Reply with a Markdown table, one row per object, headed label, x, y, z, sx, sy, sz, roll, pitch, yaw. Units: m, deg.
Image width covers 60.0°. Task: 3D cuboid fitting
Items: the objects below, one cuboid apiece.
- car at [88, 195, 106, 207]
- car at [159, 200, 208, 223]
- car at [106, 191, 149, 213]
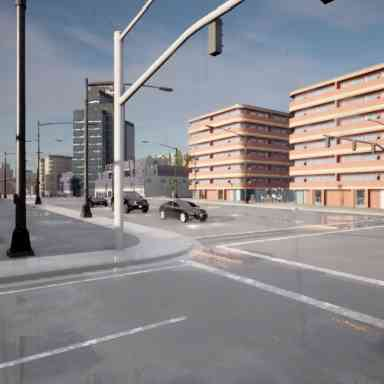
| label | x | y | z | sx | sy | sz | roll | pitch | yaw |
| --- | --- | --- | --- | --- | --- | --- | --- | --- | --- |
| car | -11.945 | 1.111 | 41.288 | 1.994 | 1.385 | 4.181 | 0 | 1 | -34 |
| car | -0.719 | 1.373 | 24.830 | 1.837 | 1.490 | 4.892 | 0 | 1 | -34 |
| car | -6.281 | 0.945 | 32.984 | 2.150 | 2.045 | 5.566 | 0 | 1 | -34 |
